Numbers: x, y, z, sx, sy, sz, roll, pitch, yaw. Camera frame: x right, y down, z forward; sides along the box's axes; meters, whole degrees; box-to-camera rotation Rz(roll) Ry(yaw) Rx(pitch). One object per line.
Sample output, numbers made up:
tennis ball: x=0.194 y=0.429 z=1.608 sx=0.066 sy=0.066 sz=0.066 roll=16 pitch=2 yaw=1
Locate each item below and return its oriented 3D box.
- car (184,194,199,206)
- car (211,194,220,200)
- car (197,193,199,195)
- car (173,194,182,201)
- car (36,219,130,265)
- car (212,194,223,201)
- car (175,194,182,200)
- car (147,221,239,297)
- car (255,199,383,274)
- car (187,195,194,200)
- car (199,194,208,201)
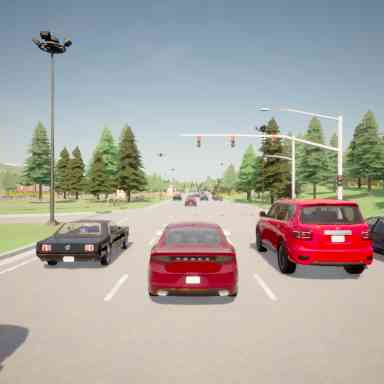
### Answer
car: x=-0.201 y=1.525 z=53.250 sx=1.812 sy=1.442 sz=4.674 roll=0 pitch=0 yaw=0
car: x=6.642 y=1.372 z=94.309 sx=2.033 sy=1.411 sz=5.357 roll=0 pitch=0 yaw=0
car: x=3.142 y=1.357 z=94.296 sx=2.128 sy=1.511 sz=4.902 roll=0 pitch=0 yaw=0
car: x=-3.818 y=1.469 z=83.849 sx=1.882 sy=1.535 sz=5.008 roll=0 pitch=0 yaw=0
car: x=-3.463 y=1.601 z=11.582 sx=1.895 sy=1.301 sz=4.718 roll=0 pitch=0 yaw=0
car: x=6.682 y=1.516 z=83.889 sx=2.128 sy=1.511 sz=4.902 roll=0 pitch=0 yaw=0
car: x=-3.858 y=1.310 z=94.269 sx=1.882 sy=1.535 sz=5.008 roll=0 pitch=0 yaw=0
car: x=0.030 y=1.478 z=8.648 sx=1.882 sy=1.535 sz=5.008 roll=0 pitch=0 yaw=0
car: x=3.533 y=1.221 z=10.698 sx=2.150 sy=2.045 sz=5.566 roll=0 pitch=0 yaw=0
car: x=-0.358 y=1.427 z=94.313 sx=1.895 sy=1.301 sz=4.718 roll=0 pitch=0 yaw=0
car: x=3.180 y=1.516 z=84.293 sx=1.812 sy=1.442 sz=4.674 roll=0 pitch=0 yaw=0
